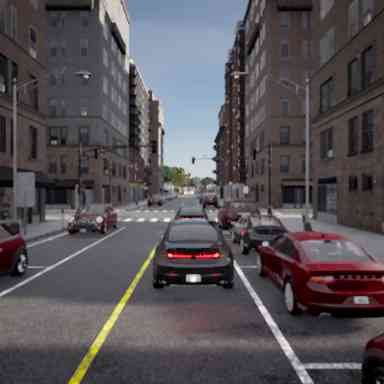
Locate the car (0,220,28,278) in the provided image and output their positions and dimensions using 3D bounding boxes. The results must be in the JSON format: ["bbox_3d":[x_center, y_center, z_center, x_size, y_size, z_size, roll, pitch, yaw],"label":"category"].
[{"bbox_3d":[-5.415,1.430,7.336,1.967,1.590,4.097,0,0,0],"label":"car"}]

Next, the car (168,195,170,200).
[{"bbox_3d":[-5.684,1.465,62.267,2.008,1.369,4.403,0,0,0],"label":"car"}]

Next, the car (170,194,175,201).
[{"bbox_3d":[-5.750,1.435,78.778,1.887,1.381,4.507,0,0,0],"label":"car"}]

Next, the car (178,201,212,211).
[{"bbox_3d":[-0.017,1.480,18.616,1.837,1.490,4.892,0,0,0],"label":"car"}]

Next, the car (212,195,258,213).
[{"bbox_3d":[2.560,1.290,18.736,2.192,1.841,5.009,0,0,0],"label":"car"}]

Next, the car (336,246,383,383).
[{"bbox_3d":[2.635,1.438,1.690,1.967,1.590,4.097,0,0,0],"label":"car"}]

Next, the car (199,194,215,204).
[{"bbox_3d":[2.503,1.252,45.792,2.192,1.841,5.009,0,0,0],"label":"car"}]

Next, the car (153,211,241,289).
[{"bbox_3d":[0.033,1.493,9.143,1.837,1.490,4.892,0,0,0],"label":"car"}]

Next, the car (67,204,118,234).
[{"bbox_3d":[-5.465,1.415,18.700,1.967,1.590,4.097,0,0,0],"label":"car"}]

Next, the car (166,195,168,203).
[{"bbox_3d":[-5.662,1.488,56.763,1.947,1.339,4.313,0,0,0],"label":"car"}]

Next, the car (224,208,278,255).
[{"bbox_3d":[2.585,1.533,13.054,2.008,1.369,4.403,0,0,0],"label":"car"}]

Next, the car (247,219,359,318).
[{"bbox_3d":[2.610,1.535,7.372,1.887,1.381,4.507,0,0,0],"label":"car"}]

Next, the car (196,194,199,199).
[{"bbox_3d":[2.417,1.229,62.304,2.192,1.841,5.009,0,0,0],"label":"car"}]

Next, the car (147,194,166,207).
[{"bbox_3d":[-5.640,1.245,51.259,2.192,1.841,5.009,0,0,0],"label":"car"}]

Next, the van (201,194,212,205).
[{"bbox_3d":[2.446,1.263,56.800,1.690,1.788,3.998,0,0,0],"label":"van"}]
